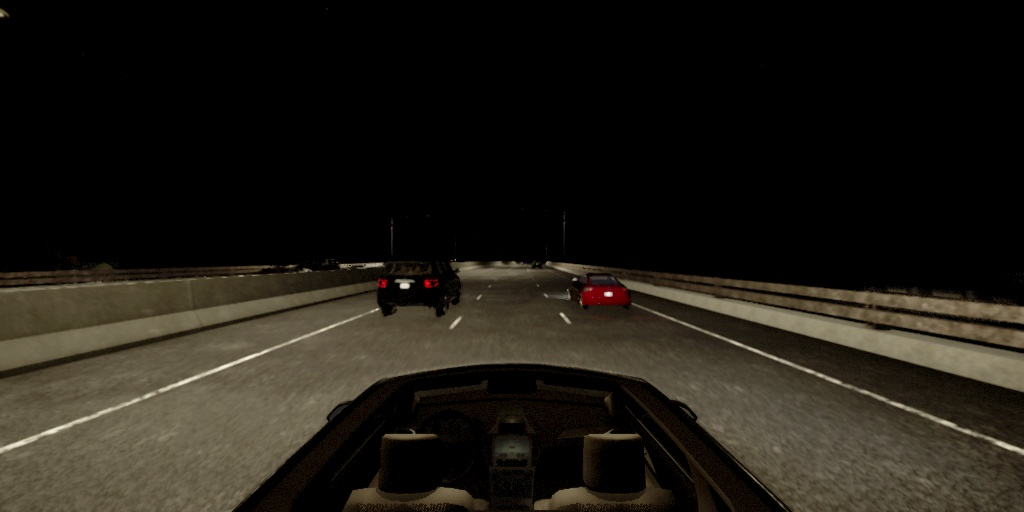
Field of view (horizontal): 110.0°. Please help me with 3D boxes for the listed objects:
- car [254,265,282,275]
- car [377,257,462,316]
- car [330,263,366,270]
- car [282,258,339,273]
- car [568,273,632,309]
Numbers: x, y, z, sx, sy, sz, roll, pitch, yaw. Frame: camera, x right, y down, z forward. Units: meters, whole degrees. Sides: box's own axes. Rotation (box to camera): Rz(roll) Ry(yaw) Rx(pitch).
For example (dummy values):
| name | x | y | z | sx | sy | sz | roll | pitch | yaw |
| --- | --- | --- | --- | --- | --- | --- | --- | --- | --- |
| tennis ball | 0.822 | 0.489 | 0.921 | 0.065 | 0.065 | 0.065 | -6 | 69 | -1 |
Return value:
| name | x | y | z | sx | sy | sz | roll | pitch | yaw |
| --- | --- | --- | --- | --- | --- | --- | --- | --- | --- |
| car | -20.825 | 1.518 | 31.919 | 1.994 | 1.385 | 4.181 | 0 | -1 | 1 |
| car | -3.359 | 1.054 | 13.965 | 2.150 | 2.045 | 5.566 | 0 | 0 | 0 |
| car | -13.830 | 1.524 | 31.722 | 1.994 | 1.385 | 4.181 | 0 | 0 | 1 |
| car | -17.337 | 1.179 | 31.845 | 2.150 | 2.045 | 5.566 | 0 | 0 | 1 |
| car | 3.654 | 1.416 | 15.544 | 1.994 | 1.385 | 4.181 | 0 | 0 | 0 |
